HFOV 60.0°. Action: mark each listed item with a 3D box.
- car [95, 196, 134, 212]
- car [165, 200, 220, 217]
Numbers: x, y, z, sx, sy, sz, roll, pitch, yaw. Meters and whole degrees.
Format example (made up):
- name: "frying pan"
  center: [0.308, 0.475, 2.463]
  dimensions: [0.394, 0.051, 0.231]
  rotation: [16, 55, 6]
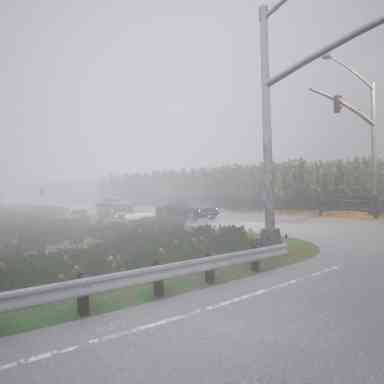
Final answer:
- name: "car"
  center: [-7.036, 1.124, 29.821]
  dimensions: [1.837, 1.490, 4.892]
  rotation: [-3, 2, -40]
- name: "car"
  center: [-0.370, 1.180, 22.021]
  dimensions: [1.895, 1.301, 4.718]
  rotation: [-3, 2, -41]
